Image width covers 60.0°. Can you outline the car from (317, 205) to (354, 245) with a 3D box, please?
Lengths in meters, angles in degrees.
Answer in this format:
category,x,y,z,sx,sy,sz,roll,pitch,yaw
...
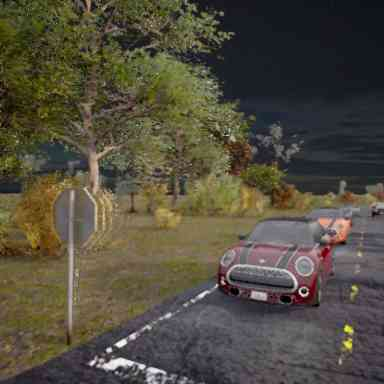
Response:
category,x,y,z,sx,sy,sz,roll,pitch,yaw
car,6.938,1.580,17.133,2.097,1.767,4.553,0,-1,28

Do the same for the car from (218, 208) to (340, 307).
category,x,y,z,sx,sy,sz,roll,pitch,yaw
car,2.356,1.455,8.464,2.097,1.767,4.553,0,-1,28

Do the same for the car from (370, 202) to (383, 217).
category,x,y,z,sx,sy,sz,roll,pitch,yaw
car,21.159,2.080,37.203,1.812,1.442,4.674,0,-1,28

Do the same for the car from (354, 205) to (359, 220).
category,x,y,z,sx,sy,sz,roll,pitch,yaw
car,11.692,1.848,26.119,2.128,1.511,4.902,0,-1,28

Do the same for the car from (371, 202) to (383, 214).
category,x,y,z,sx,sy,sz,roll,pitch,yaw
car,25.954,2.160,46.266,1.882,1.535,5.008,0,-1,28
